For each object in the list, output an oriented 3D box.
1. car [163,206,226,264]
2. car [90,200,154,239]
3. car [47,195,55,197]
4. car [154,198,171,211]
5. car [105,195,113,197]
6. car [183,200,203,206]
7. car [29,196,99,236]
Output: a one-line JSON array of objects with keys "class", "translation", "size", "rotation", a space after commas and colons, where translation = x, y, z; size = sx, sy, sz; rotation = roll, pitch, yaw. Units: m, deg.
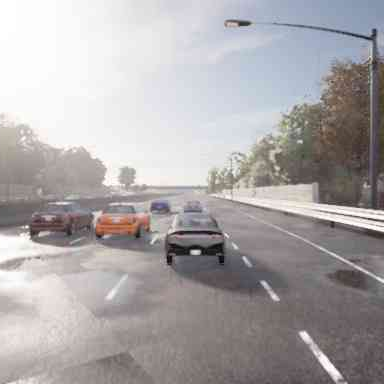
[{"class": "car", "translation": [0.101, 1.462, 11.691], "size": [2.128, 1.511, 4.902], "rotation": [0, 0, 0]}, {"class": "car", "translation": [-3.395, 1.311, 17.088], "size": [2.097, 1.767, 4.553], "rotation": [0, 0, 0]}, {"class": "car", "translation": [-27.993, 1.396, 66.514], "size": [2.033, 1.411, 5.357], "rotation": [0, 0, 0]}, {"class": "car", "translation": [-3.395, 1.402, 36.708], "size": [1.882, 1.535, 5.008], "rotation": [0, 0, 0]}, {"class": "car", "translation": [-17.492, 1.372, 69.781], "size": [1.812, 1.442, 4.674], "rotation": [0, 0, 0]}, {"class": "car", "translation": [0.104, 1.477, 32.953], "size": [2.033, 1.411, 5.357], "rotation": [0, 0, 0]}, {"class": "car", "translation": [-6.899, 1.309, 18.119], "size": [2.097, 1.767, 4.553], "rotation": [0, 0, 0]}]
